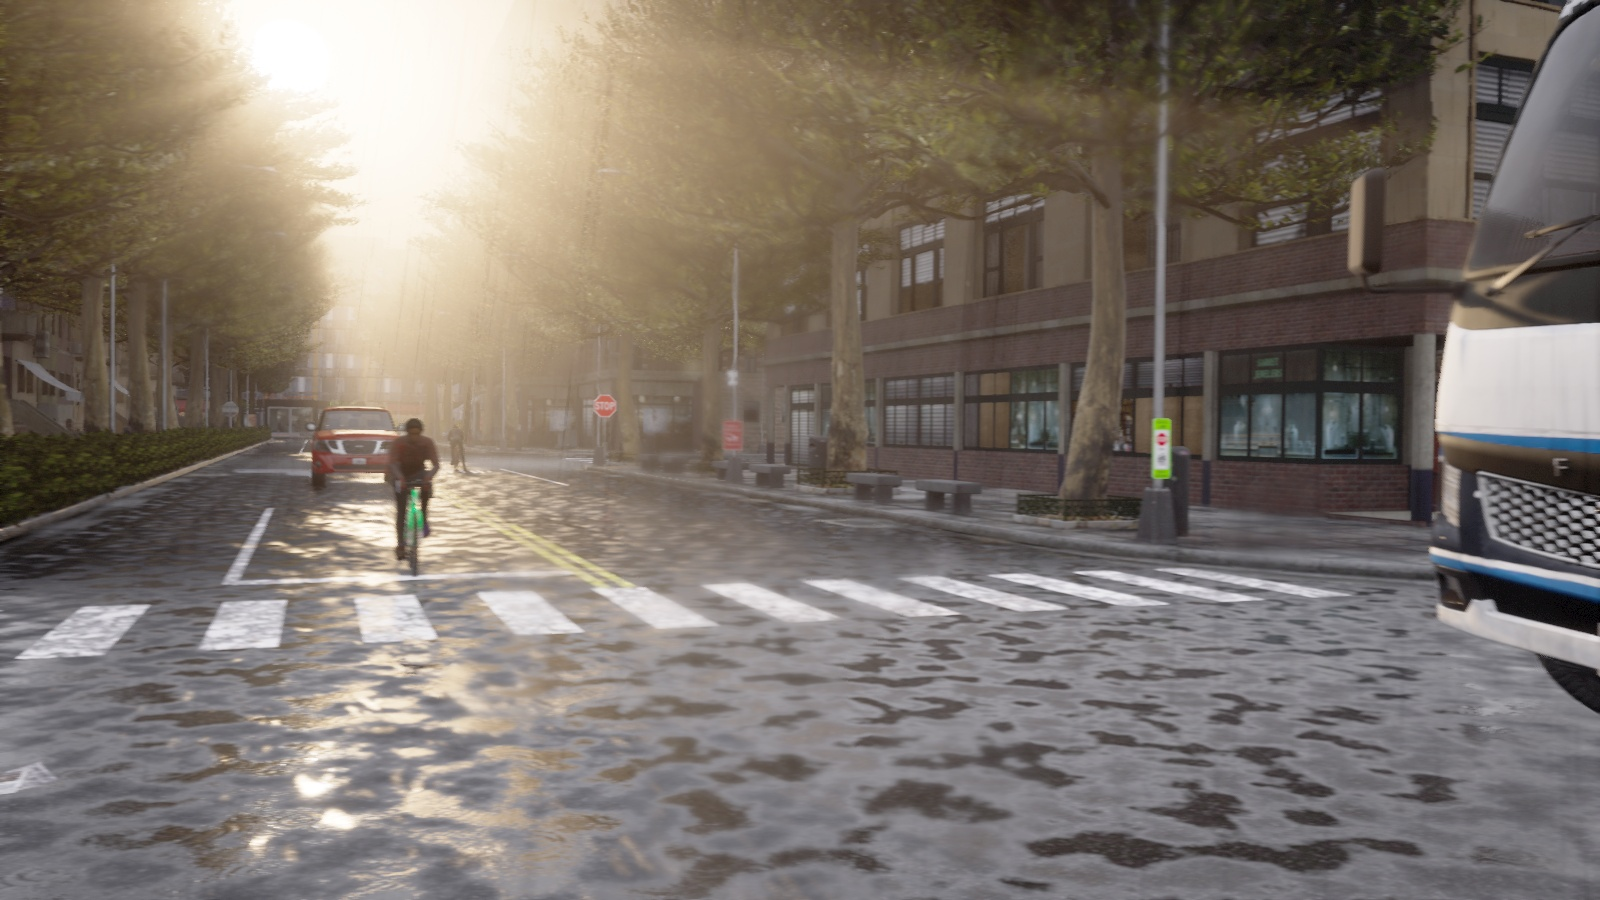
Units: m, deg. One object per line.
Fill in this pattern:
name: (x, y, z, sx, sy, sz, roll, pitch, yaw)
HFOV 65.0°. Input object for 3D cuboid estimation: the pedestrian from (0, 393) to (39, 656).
pedestrian: (-6.117, 0.525, 8.942, 0.900, 1.855, 0.874, -1, 1, -9)

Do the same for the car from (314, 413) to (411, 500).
car: (-11.450, 0.110, 32.618, 2.150, 2.045, 5.566, -1, 1, -21)

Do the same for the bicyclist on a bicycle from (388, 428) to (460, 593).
bicyclist on a bicycle: (-3.971, 0.579, 13.207, 0.582, 1.620, 1.656, -1, 1, -21)

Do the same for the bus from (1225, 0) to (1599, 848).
bus: (7.825, -0.764, 6.177, 10.273, 4.253, 3.944, -1, 3, -13)
